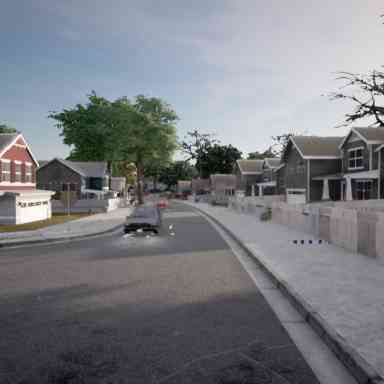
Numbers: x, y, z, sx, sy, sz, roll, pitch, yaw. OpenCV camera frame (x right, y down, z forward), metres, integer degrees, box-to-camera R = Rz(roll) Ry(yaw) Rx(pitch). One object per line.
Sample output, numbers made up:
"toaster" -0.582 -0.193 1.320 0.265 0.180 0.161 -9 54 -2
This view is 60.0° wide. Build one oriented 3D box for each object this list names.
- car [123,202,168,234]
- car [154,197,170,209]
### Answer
"car" -2.688 1.563 19.391 2.033 1.411 5.357 0 0 -1
"car" -4.112 1.424 45.518 2.097 1.767 4.553 0 0 -5
